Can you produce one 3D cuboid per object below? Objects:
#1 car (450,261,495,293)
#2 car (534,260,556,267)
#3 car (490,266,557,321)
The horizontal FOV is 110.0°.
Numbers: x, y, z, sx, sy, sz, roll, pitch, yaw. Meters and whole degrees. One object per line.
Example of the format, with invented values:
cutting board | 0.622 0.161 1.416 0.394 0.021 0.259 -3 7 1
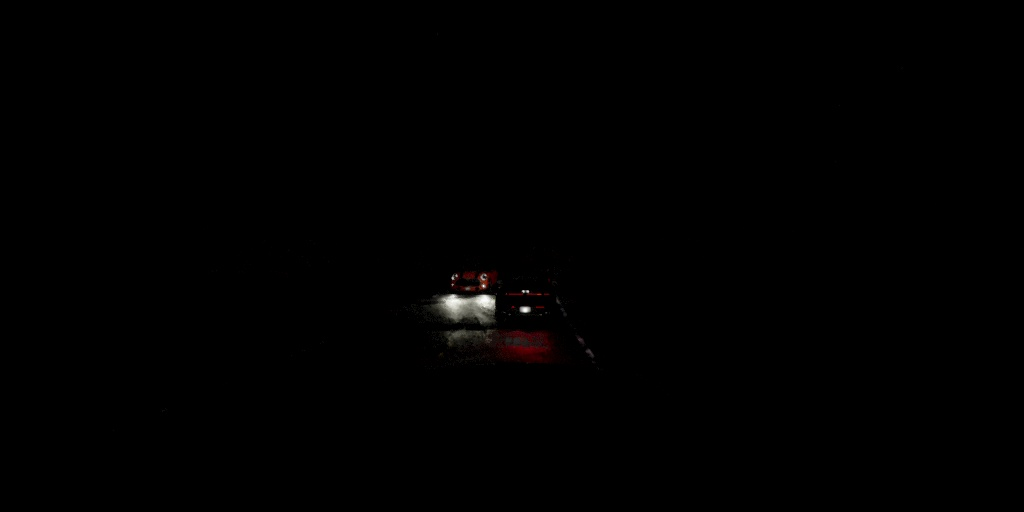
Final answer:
car | -2.059 1.096 20.669 2.097 1.767 4.553 0 0 6
car | 3.011 1.342 34.690 1.895 1.301 4.718 0 0 10
car | 0.502 1.256 12.507 1.837 1.490 4.892 0 0 3
